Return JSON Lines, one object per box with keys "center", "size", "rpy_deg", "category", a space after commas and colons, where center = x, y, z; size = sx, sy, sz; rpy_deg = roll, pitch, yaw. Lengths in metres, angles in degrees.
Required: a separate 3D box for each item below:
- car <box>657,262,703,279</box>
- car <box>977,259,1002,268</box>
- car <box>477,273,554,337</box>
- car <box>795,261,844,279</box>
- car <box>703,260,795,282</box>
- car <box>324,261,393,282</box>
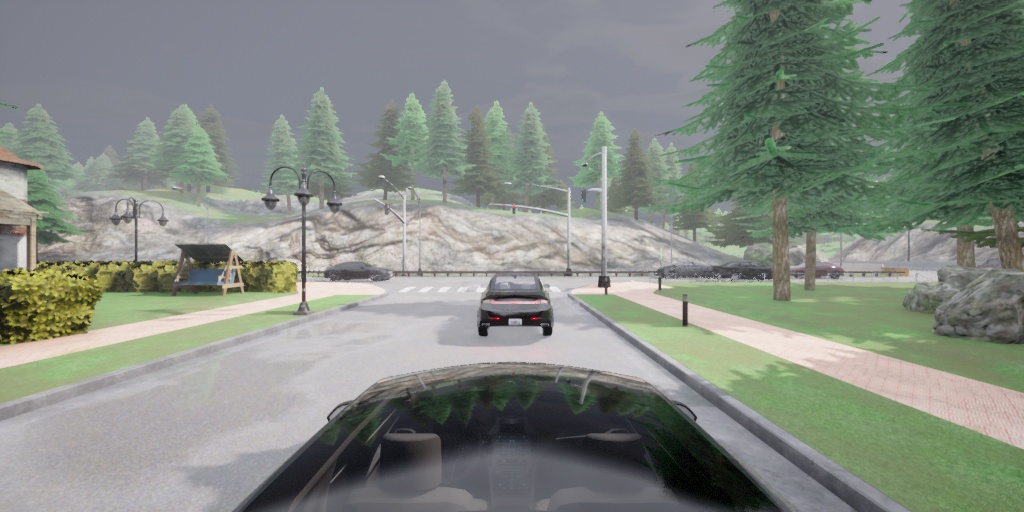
{"center": [14.171, 1.149, 29.464], "size": [4.181, 1.385, 1.994], "rpy_deg": [0, 0, 0], "category": "car"}
{"center": [36.419, 1.031, 25.510], "size": [4.553, 1.767, 2.097], "rpy_deg": [3, 0, 5], "category": "car"}
{"center": [0.094, 1.241, 10.333], "size": [2.128, 1.511, 4.902], "rpy_deg": [0, 0, 1], "category": "car"}
{"center": [24.473, 1.111, 29.411], "size": [4.674, 1.442, 1.812], "rpy_deg": [0, 0, 0], "category": "car"}
{"center": [16.953, 1.063, 25.767], "size": [5.008, 1.535, 1.882], "rpy_deg": [0, 0, 0], "category": "car"}
{"center": [-10.997, 1.111, 25.820], "size": [4.674, 1.442, 1.812], "rpy_deg": [0, 0, 0], "category": "car"}
